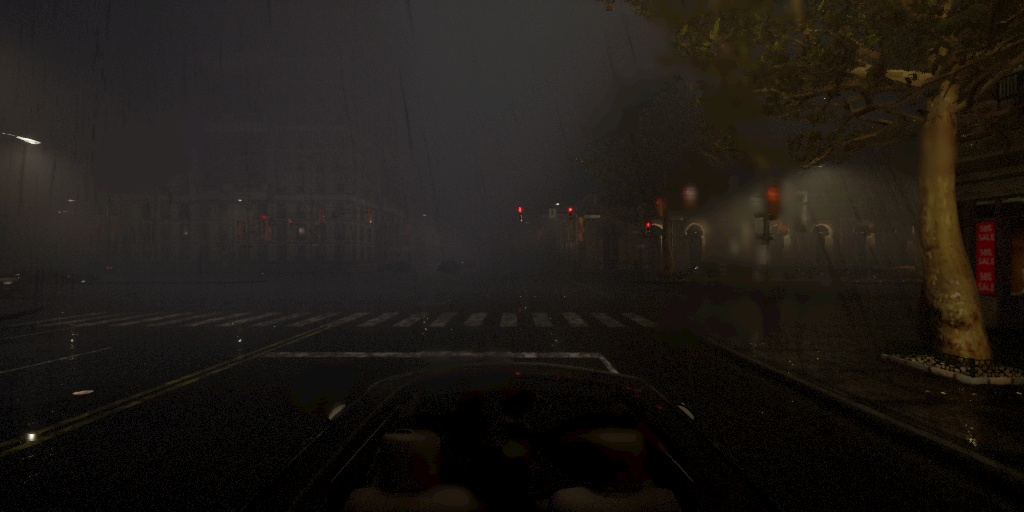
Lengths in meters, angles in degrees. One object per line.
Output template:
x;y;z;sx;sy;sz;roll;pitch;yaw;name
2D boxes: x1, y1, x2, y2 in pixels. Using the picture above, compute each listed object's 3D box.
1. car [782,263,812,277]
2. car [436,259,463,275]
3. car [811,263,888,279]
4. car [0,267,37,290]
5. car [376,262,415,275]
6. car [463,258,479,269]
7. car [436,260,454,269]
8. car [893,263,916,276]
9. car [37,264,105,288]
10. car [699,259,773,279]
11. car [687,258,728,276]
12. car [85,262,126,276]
29.398;1.351;34.662;4.718;1.301;1.895;0;0;1;car
-6.976;1.227;39.726;1.882;1.535;5.008;0;0;0;car
29.384;1.351;31.162;4.718;1.301;1.895;0;0;1;car
-30.498;1.242;20.012;4.902;1.511;2.128;0;0;1;car
-12.944;1.314;39.993;1.994;1.385;4.181;0;0;33;car
-6.909;1.297;56.875;2.033;1.411;5.357;0;0;0;car
-10.413;1.351;55.659;1.895;1.301;4.718;0;0;0;car
39.861;1.228;34.556;5.008;1.535;1.882;0;0;1;car
-30.276;1.351;23.508;4.718;1.301;1.895;0;0;1;car
19.437;1.255;31.252;4.892;1.490;1.837;0;0;1;car
19.458;1.102;34.754;4.553;1.767;2.097;0;0;0;car
-40.882;1.276;35.277;4.674;1.442;1.812;0;0;0;car
